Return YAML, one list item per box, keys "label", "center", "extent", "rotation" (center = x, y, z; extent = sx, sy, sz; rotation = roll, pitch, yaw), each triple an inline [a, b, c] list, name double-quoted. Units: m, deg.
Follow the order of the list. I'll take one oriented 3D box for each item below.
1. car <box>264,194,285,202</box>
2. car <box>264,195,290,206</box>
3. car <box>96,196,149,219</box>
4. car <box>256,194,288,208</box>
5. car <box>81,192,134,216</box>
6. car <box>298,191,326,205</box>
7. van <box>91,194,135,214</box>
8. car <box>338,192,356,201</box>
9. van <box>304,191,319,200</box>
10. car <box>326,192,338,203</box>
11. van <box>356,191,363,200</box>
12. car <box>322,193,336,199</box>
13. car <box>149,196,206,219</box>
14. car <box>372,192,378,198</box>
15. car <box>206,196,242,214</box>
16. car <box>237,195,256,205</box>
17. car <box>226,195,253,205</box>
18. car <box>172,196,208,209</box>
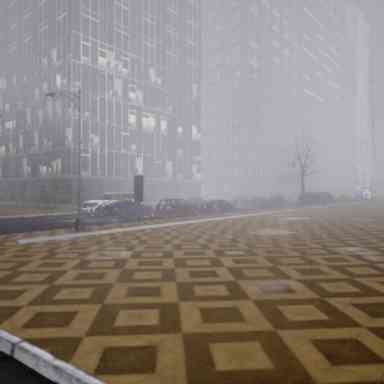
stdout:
- label: "car"
  center: [14.593, 1.072, 58.586]
  extent: [1.947, 1.339, 4.313]
  rotation: [1, 1, 41]
- label: "car"
  center: [11.954, 1.177, 46.648]
  extent: [1.994, 1.385, 4.181]
  rotation: [0, 1, 41]
- label: "car"
  center: [-4.988, 1.350, 26.840]
  extent: [1.812, 1.442, 4.674]
  rotation: [0, 1, 41]
- label: "car"
  center: [9.866, 1.255, 40.153]
  extent: [1.802, 1.307, 4.206]
  rotation: [1, 1, 41]
- label: "car"
  center: [-7.083, 1.032, 29.238]
  extent: [2.150, 2.045, 5.566]
  rotation: [0, 1, 41]
- label: "car"
  center: [17.258, 0.896, 48.799]
  extent: [2.192, 1.841, 5.009]
  rotation: [1, 1, 41]
- label: "van"
  center: [-7.669, 1.124, 32.713]
  extent: [1.690, 1.788, 3.998]
  rotation: [1, 1, 41]
- label: "car"
  center: [28.454, 0.966, 61.906]
  extent: [1.752, 1.417, 4.829]
  rotation: [1, 1, 41]
- label: "van"
  center: [25.681, 0.709, 71.558]
  extent: [1.690, 1.788, 3.998]
  rotation: [1, 1, 41]
- label: "car"
  center: [20.953, 0.849, 53.124]
  extent: [2.192, 1.841, 5.009]
  rotation: [1, 1, 41]
- label: "van"
  center: [35.735, 0.692, 70.425]
  extent: [1.690, 1.788, 3.998]
  rotation: [1, 1, 41]
- label: "car"
  center: [33.071, 0.843, 80.212]
  extent: [1.947, 1.339, 4.313]
  rotation: [1, 1, 41]
- label: "car"
  center: [-1.126, 1.252, 27.098]
  extent: [1.967, 1.590, 4.097]
  rotation: [1, 1, 41]
- label: "car"
  center: [43.152, 0.713, 79.642]
  extent: [1.801, 1.575, 5.366]
  rotation: [0, 1, 41]
- label: "car"
  center: [2.526, 1.331, 31.461]
  extent: [1.947, 1.339, 4.313]
  rotation: [1, 1, 41]
- label: "car"
  center: [8.882, 1.212, 47.829]
  extent: [1.895, 1.301, 4.718]
  rotation: [0, 1, 41]
- label: "car"
  center: [7.201, 1.164, 49.936]
  extent: [1.947, 1.339, 4.313]
  rotation: [1, 1, 41]
- label: "car"
  center: [-0.195, 1.236, 41.293]
  extent: [1.887, 1.381, 4.507]
  rotation: [1, 1, 41]
